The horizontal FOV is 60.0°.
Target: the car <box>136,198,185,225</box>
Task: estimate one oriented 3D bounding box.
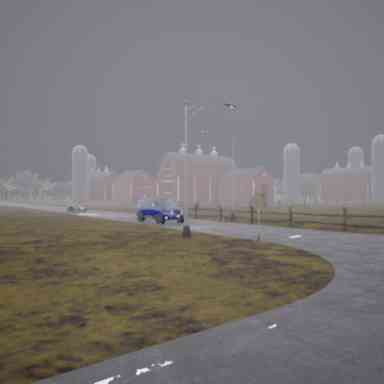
[{"bbox_3d":[-2.677,1.545,27.677,2.150,2.045,5.566,0,-1,-35],"label":"car"}]

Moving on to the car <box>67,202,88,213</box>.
[{"bbox_3d":[-16.080,2.144,46.570,2.128,1.511,4.902,0,-1,-35],"label":"car"}]
